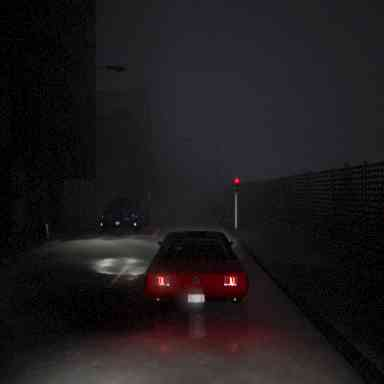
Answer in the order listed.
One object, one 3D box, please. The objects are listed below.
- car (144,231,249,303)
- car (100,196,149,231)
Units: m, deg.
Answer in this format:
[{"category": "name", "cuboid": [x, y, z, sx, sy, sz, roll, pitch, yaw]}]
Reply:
[{"category": "car", "cuboid": [0.089, 1.601, 8.123, 1.895, 1.301, 4.718, 0, 0, 0]}, {"category": "car", "cuboid": [-4.000, 1.317, 20.612, 2.150, 2.045, 5.566, 0, 0, 0]}]
